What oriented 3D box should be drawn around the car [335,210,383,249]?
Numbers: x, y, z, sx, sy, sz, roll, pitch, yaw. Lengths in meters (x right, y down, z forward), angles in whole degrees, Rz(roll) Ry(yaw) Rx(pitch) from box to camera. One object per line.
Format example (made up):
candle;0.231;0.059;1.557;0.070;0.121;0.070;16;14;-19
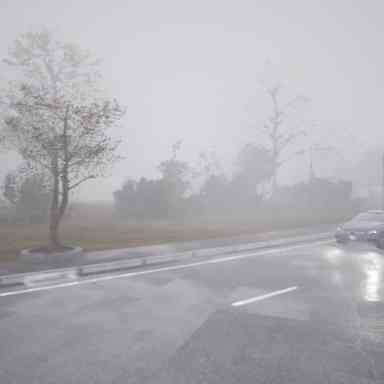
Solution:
car;8.241;1.572;14.908;4.674;1.442;1.812;0;0;-40
